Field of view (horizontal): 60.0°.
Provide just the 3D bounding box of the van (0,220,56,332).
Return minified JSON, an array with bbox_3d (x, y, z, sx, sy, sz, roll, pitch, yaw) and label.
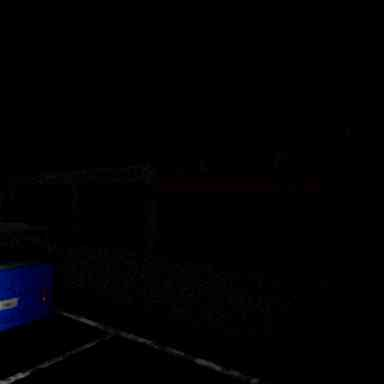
[{"bbox_3d":[-4.089,1.348,5.778,3.998,1.788,1.690,0,-1,36],"label":"van"}]
